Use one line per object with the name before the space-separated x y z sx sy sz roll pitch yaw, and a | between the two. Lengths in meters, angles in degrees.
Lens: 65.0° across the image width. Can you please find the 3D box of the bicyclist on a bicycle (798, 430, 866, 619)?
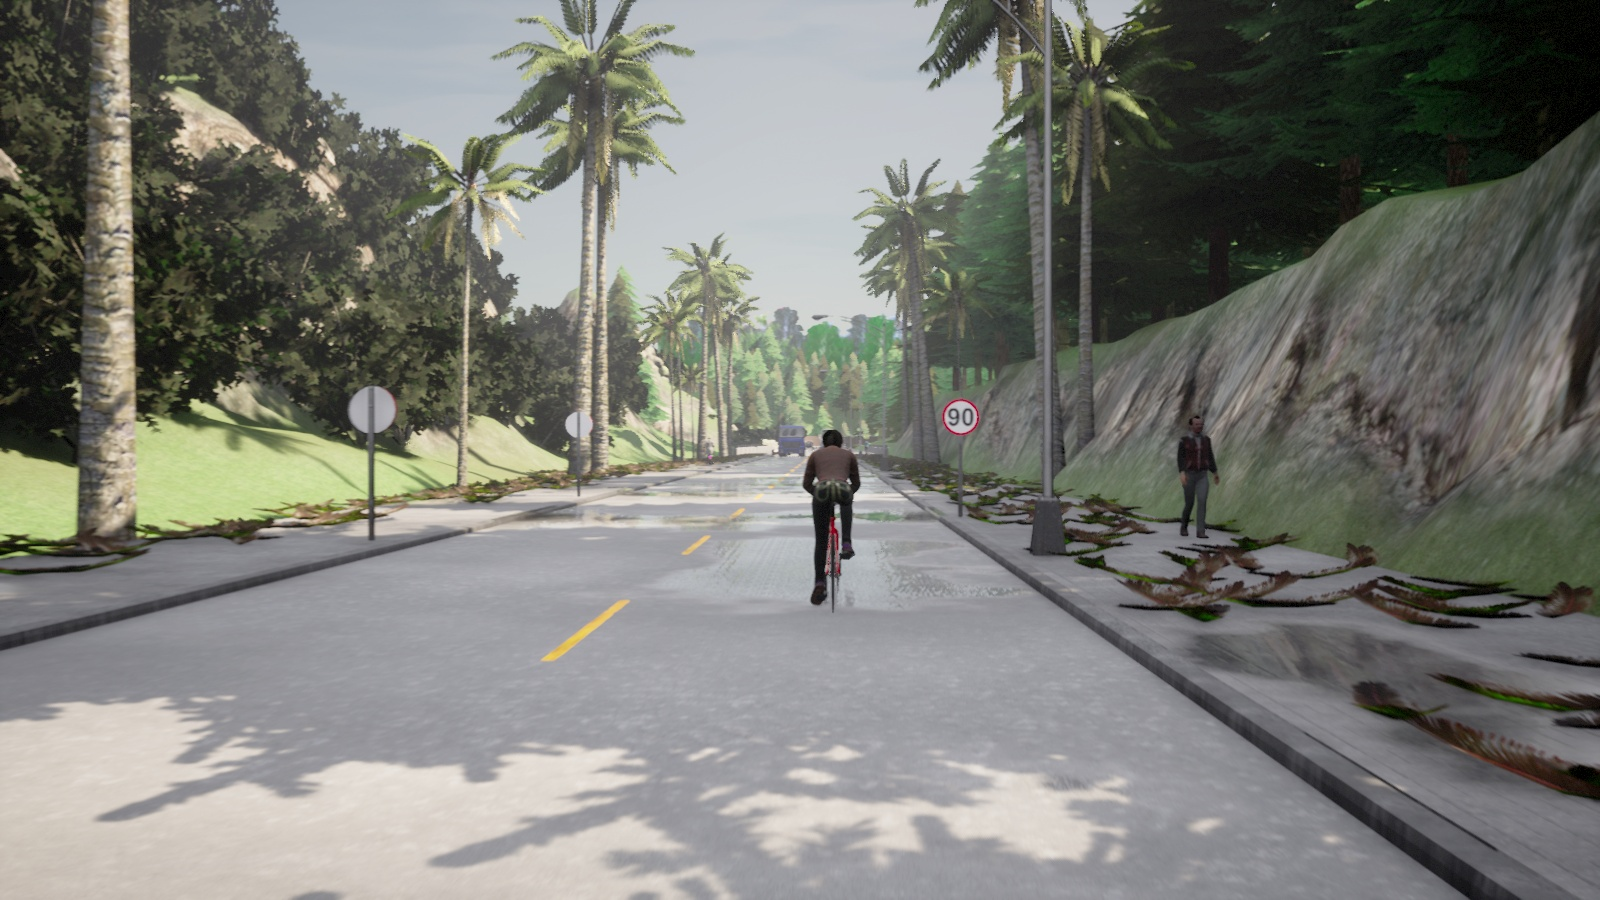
bicyclist on a bicycle | 0.292 0.634 11.595 0.582 1.620 1.656 0 0 1

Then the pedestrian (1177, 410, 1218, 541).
pedestrian | 5.734 0.360 18.132 0.376 1.854 0.720 0 0 0
